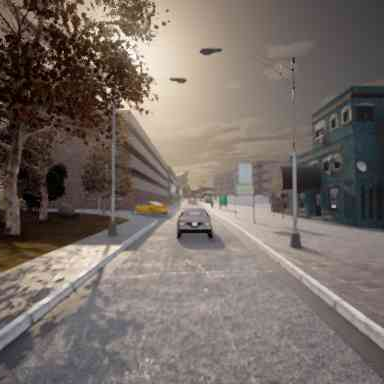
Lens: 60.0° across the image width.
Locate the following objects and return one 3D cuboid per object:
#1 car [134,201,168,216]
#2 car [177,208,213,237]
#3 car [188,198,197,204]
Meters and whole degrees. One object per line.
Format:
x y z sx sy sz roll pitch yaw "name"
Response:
-4.693 1.794 37.330 1.882 1.535 5.008 4 -3 -41 "car"
0.131 1.592 18.164 2.033 1.411 5.357 0 -1 0 "car"
0.154 2.321 89.074 2.097 1.767 4.553 0 0 0 "car"
